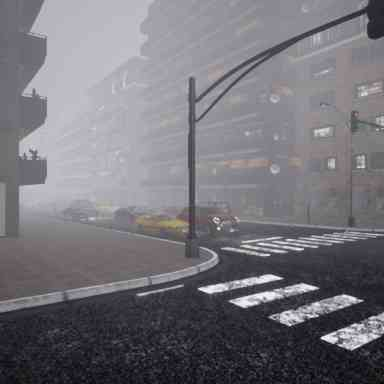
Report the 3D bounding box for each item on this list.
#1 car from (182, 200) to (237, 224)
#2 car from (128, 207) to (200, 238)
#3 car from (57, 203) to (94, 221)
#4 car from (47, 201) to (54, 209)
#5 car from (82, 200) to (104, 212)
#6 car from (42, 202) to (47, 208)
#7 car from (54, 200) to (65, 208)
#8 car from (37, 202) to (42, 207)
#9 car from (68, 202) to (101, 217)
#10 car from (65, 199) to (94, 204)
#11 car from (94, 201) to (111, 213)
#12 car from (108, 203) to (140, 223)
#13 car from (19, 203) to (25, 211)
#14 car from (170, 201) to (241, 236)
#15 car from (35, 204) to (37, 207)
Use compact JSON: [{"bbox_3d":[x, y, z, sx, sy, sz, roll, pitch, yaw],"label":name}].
[{"bbox_3d":[1.450,1.713,29.643,2.192,1.841,5.009,-1,0,-36],"label":"car"},{"bbox_3d":[-1.817,1.833,19.961,1.752,1.417,4.829,-1,0,-36],"label":"car"},{"bbox_3d":[-11.925,2.163,33.829,1.887,1.381,4.507,-1,0,-36],"label":"car"},{"bbox_3d":[-28.574,2.623,70.833,2.192,1.841,5.009,-1,0,-36],"label":"car"},{"bbox_3d":[-16.458,2.307,55.013,2.097,1.767,4.553,0,-1,-36],"label":"car"},{"bbox_3d":[-31.904,2.973,75.409,1.947,1.339,4.313,-1,0,-36],"label":"car"},{"bbox_3d":[-25.238,2.524,66.255,2.192,1.841,5.009,-1,0,-36],"label":"car"},{"bbox_3d":[-35.241,3.049,79.986,1.887,1.381,4.507,-1,0,-36],"label":"car"},{"bbox_3d":[-12.840,2.269,39.529,1.994,1.385,4.181,0,-1,-36],"label":"car"},{"bbox_3d":[-17.101,2.129,50.737,2.150,2.045,5.566,0,-1,-36],"label":"car"},{"bbox_3d":[-12.433,2.290,49.555,1.801,1.575,5.366,0,-1,-36],"label":"car"},{"bbox_3d":[-5.118,1.961,28.909,2.128,1.511,4.902,0,-1,-36],"label":"car"},{"bbox_3d":[-31.942,2.770,61.290,1.887,1.381,4.507,-1,0,-36],"label":"car"},{"bbox_3d":[0.927,1.634,20.606,2.097,1.767,4.553,0,-1,-36],"label":"car"},{"bbox_3d":[-38.572,3.168,84.565,1.947,1.339,4.313,-1,0,-36],"label":"car"}]
